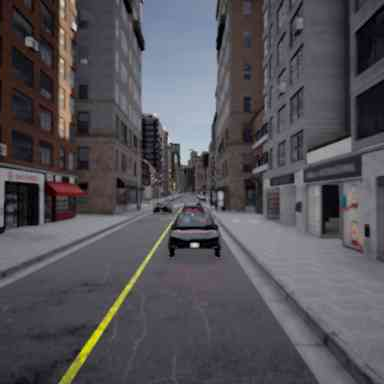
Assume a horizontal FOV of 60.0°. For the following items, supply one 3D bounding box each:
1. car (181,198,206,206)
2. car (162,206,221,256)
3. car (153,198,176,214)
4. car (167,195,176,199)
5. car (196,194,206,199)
[{"bbox_3d":[0.096,1.547,28.645,1.837,1.490,4.892,0,0,0],"label":"car"},{"bbox_3d":[0.093,1.506,13.178,2.128,1.511,4.902,0,0,0],"label":"car"},{"bbox_3d":[-3.091,1.662,35.847,1.895,1.301,4.718,0,0,0],"label":"car"},{"bbox_3d":[-5.849,1.812,86.200,1.802,1.307,4.206,1,0,0],"label":"car"},{"bbox_3d":[2.696,1.775,86.191,1.887,1.381,4.507,1,0,0],"label":"car"}]
